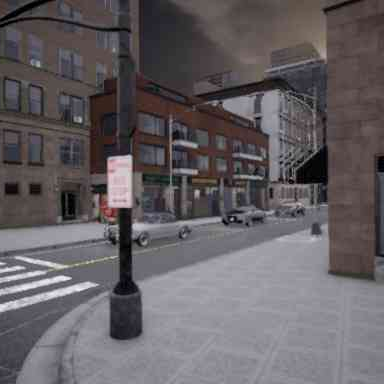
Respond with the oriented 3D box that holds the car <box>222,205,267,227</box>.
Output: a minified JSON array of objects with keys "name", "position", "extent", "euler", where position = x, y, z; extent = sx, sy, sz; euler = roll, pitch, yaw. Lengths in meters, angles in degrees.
[{"name":"car","position":[3.839,1.674,24.195],"extent":[1.994,1.385,4.181],"euler":[-1,0,35]}]

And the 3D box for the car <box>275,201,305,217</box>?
[{"name":"car","position":[9.683,1.645,32.531],"extent":[1.812,1.442,4.674],"euler":[-1,0,35]}]

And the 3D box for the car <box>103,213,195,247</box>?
[{"name":"car","position":[-1.909,1.701,15.980],"extent":[1.895,1.301,4.718],"euler":[-1,0,35]}]
